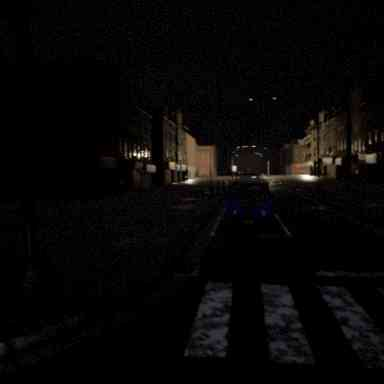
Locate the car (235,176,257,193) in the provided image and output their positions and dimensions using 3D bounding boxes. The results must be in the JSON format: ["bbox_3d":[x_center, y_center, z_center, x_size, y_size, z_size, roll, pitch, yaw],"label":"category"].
[{"bbox_3d":[5.150,-0.775,31.716,1.887,1.381,4.507,1,4,9],"label":"car"}]

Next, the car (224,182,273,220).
[{"bbox_3d":[2.743,0.312,16.376,2.008,1.369,4.403,1,4,9],"label":"car"}]

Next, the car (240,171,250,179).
[{"bbox_3d":[12.514,-4.118,78.638,2.192,1.841,5.009,1,4,9],"label":"car"}]

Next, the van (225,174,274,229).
[{"bbox_3d":[2.230,0.336,13.089,1.690,1.788,3.998,1,4,9],"label":"van"}]

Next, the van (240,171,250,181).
[{"bbox_3d":[10.059,-3.085,62.992,1.690,1.788,3.998,1,4,9],"label":"van"}]

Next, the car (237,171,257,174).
[{"bbox_3d":[3.515,-0.272,21.272,2.192,1.841,5.009,1,4,9],"label":"car"}]

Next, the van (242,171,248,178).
[{"bbox_3d":[14.152,-4.744,89.074,1.690,1.788,3.998,0,4,9],"label":"van"}]

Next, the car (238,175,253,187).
[{"bbox_3d":[6.786,-1.455,42.148,1.802,1.307,4.206,1,4,9],"label":"car"}]

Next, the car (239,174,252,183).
[{"bbox_3d":[8.422,-2.194,52.575,1.887,1.381,4.507,1,4,9],"label":"car"}]
